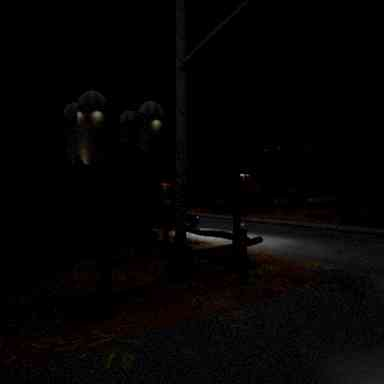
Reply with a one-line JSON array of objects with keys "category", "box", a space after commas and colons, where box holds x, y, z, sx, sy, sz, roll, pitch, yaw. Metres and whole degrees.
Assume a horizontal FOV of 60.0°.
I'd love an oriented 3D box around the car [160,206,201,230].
[{"category": "car", "box": [-1.491, 1.601, 21.476, 1.895, 1.301, 4.718, 0, 0, -36]}]
